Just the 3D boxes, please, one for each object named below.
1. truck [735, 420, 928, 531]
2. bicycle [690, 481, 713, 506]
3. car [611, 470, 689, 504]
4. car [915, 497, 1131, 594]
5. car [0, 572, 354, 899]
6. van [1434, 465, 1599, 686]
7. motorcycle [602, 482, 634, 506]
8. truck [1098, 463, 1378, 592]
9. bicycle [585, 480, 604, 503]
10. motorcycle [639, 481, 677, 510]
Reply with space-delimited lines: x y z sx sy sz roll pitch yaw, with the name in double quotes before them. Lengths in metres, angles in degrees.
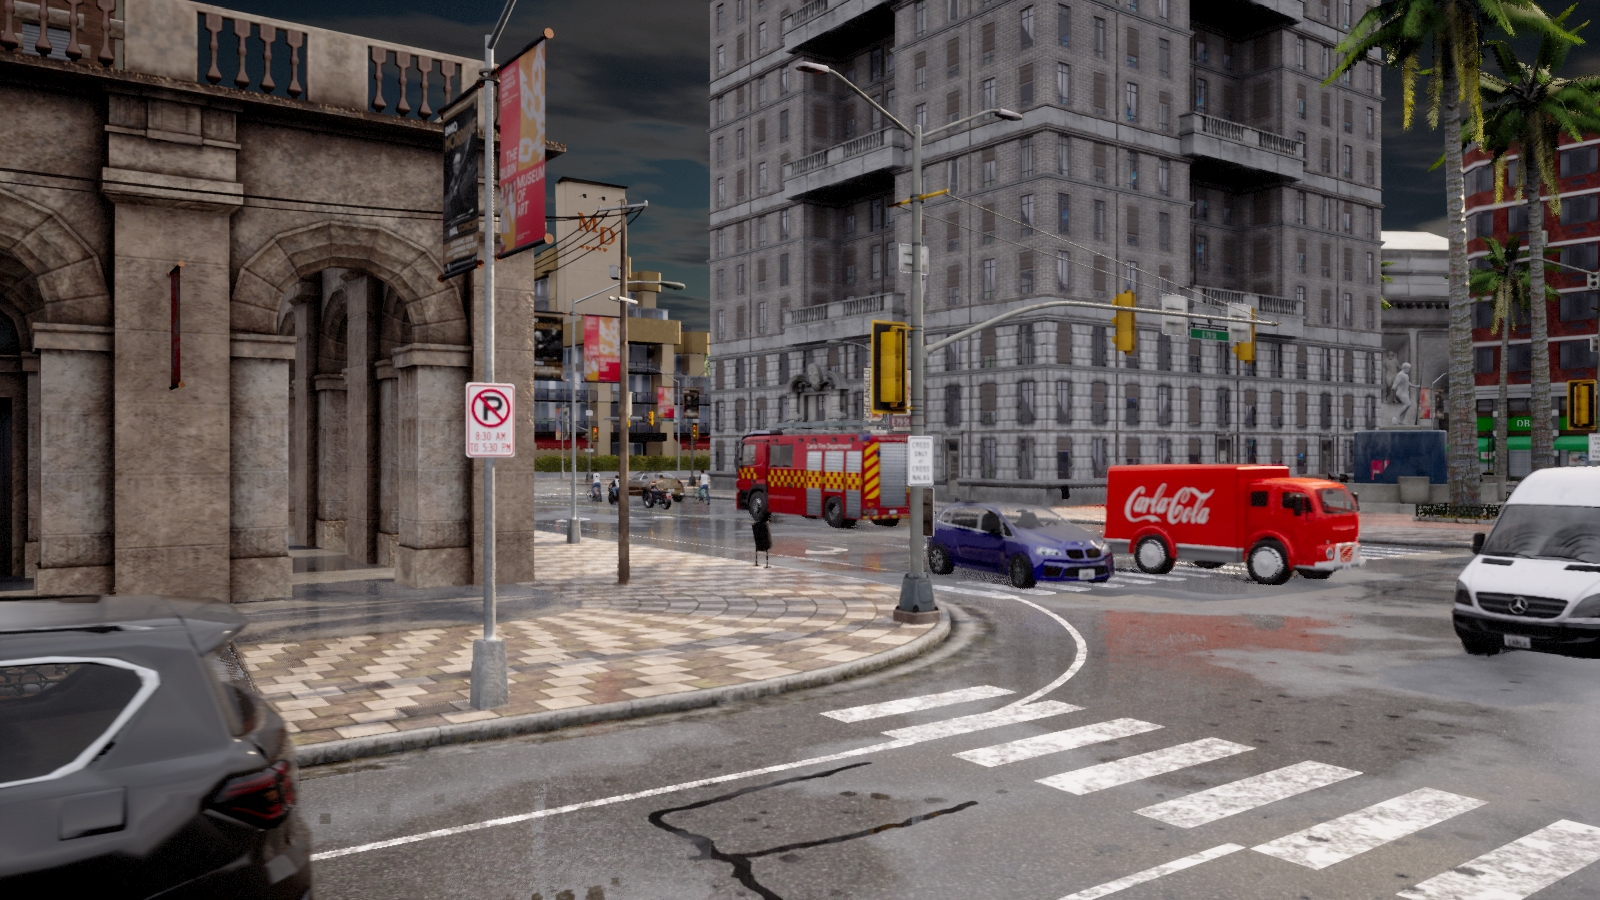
"truck" 0.982 0.881 43.828 2.891 3.827 8.468 0 0 -35
"bicycle" -4.999 2.195 57.900 0.373 1.196 1.643 0 0 -36
"car" -8.211 1.981 62.259 2.152 1.651 5.027 0 0 -35
"car" 4.687 1.962 24.759 2.242 1.667 4.611 0 0 -27
"car" -4.961 1.779 4.567 5.566 2.045 2.150 0 0 -36
"van" 11.411 1.527 16.056 5.915 2.561 1.988 0 0 -35
"motorcycle" -9.213 2.204 57.798 0.803 1.145 2.033 0 0 -36
"truck" 9.562 1.560 25.346 2.627 2.467 5.204 0 0 -37
"bicycle" -11.030 2.196 61.250 0.373 1.196 1.643 0 0 -35
"motorcycle" -6.767 2.160 54.369 0.764 1.277 2.356 0 0 -35
